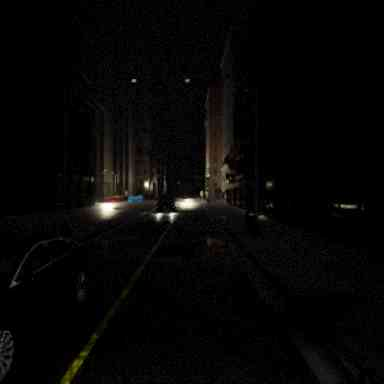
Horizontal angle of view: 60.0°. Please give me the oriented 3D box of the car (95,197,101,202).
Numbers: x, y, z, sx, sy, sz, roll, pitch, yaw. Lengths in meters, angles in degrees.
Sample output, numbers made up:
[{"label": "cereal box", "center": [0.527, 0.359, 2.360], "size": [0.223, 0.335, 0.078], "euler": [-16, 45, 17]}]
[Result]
[{"label": "car", "center": [-26.003, 2.033, 86.724], "size": [4.313, 1.339, 1.947], "euler": [0, 0, -1]}]

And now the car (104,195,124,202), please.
[{"label": "car", "center": [-20.363, 1.786, 86.811], "size": [5.009, 1.841, 2.192], "euler": [0, 0, -1]}]

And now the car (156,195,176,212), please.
[{"label": "car", "center": [-3.095, 1.339, 40.759], "size": [2.150, 2.045, 5.566], "euler": [0, 0, 0]}]

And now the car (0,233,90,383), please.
[{"label": "car", "center": [-3.100, 1.491, 5.277], "size": [2.128, 1.511, 4.902], "euler": [0, 0, 0]}]

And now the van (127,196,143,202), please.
[{"label": "van", "center": [-14.723, 1.815, 86.897], "size": [3.998, 1.788, 1.690], "euler": [0, 0, -1]}]
